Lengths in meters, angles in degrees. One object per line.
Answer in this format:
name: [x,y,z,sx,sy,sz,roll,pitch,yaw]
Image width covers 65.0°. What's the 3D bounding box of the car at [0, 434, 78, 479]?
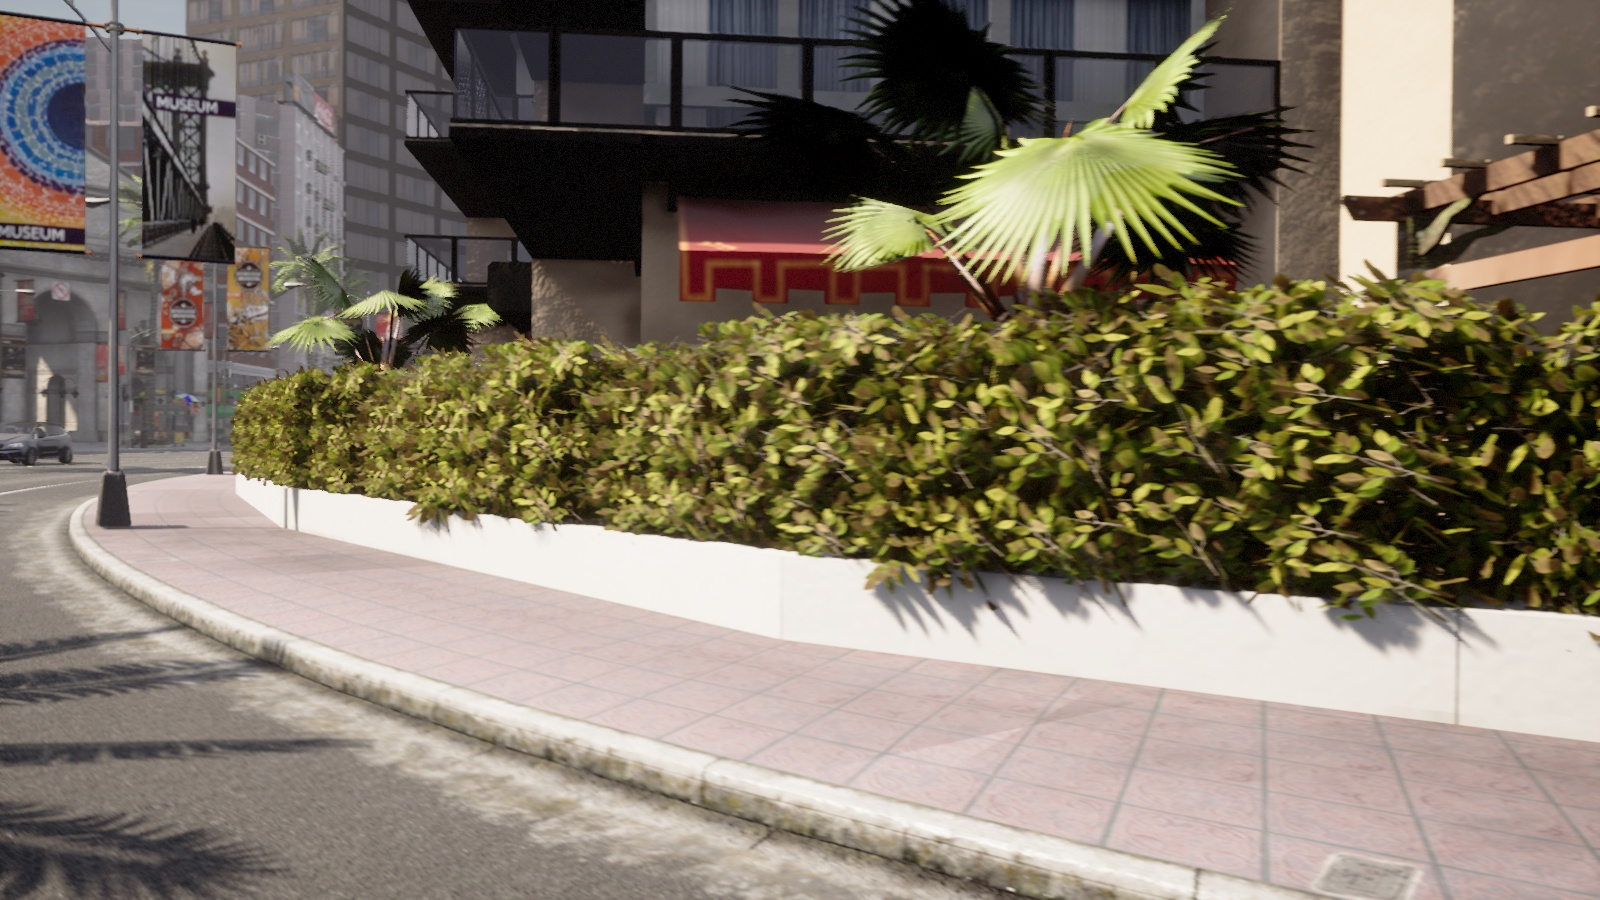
car: [-30.216,0.212,48.646,2.242,1.667,4.611,-1,1,-6]
